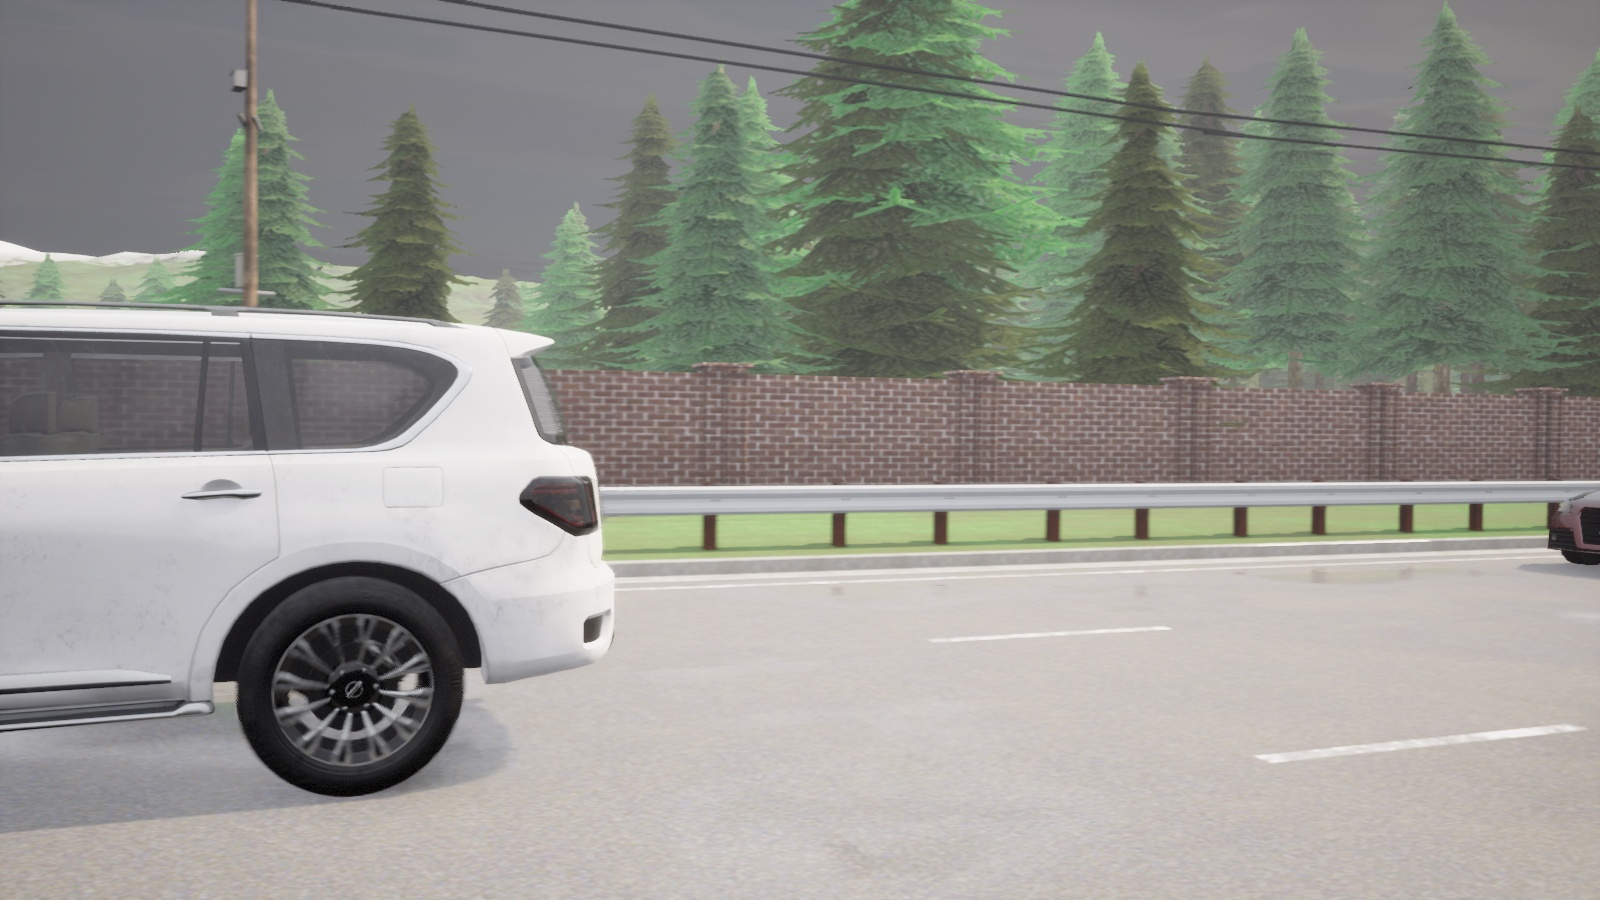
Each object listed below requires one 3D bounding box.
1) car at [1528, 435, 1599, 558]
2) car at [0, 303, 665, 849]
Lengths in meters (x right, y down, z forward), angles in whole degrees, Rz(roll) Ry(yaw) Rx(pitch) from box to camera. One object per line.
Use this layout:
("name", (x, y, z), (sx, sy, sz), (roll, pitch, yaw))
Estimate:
("car", (11.069, 0.499, 14.930), (4.181, 1.385, 1.994), (-1, 1, -21))
("car", (-3.596, 0.464, 5.614), (5.566, 2.045, 2.150), (-1, 1, -21))
